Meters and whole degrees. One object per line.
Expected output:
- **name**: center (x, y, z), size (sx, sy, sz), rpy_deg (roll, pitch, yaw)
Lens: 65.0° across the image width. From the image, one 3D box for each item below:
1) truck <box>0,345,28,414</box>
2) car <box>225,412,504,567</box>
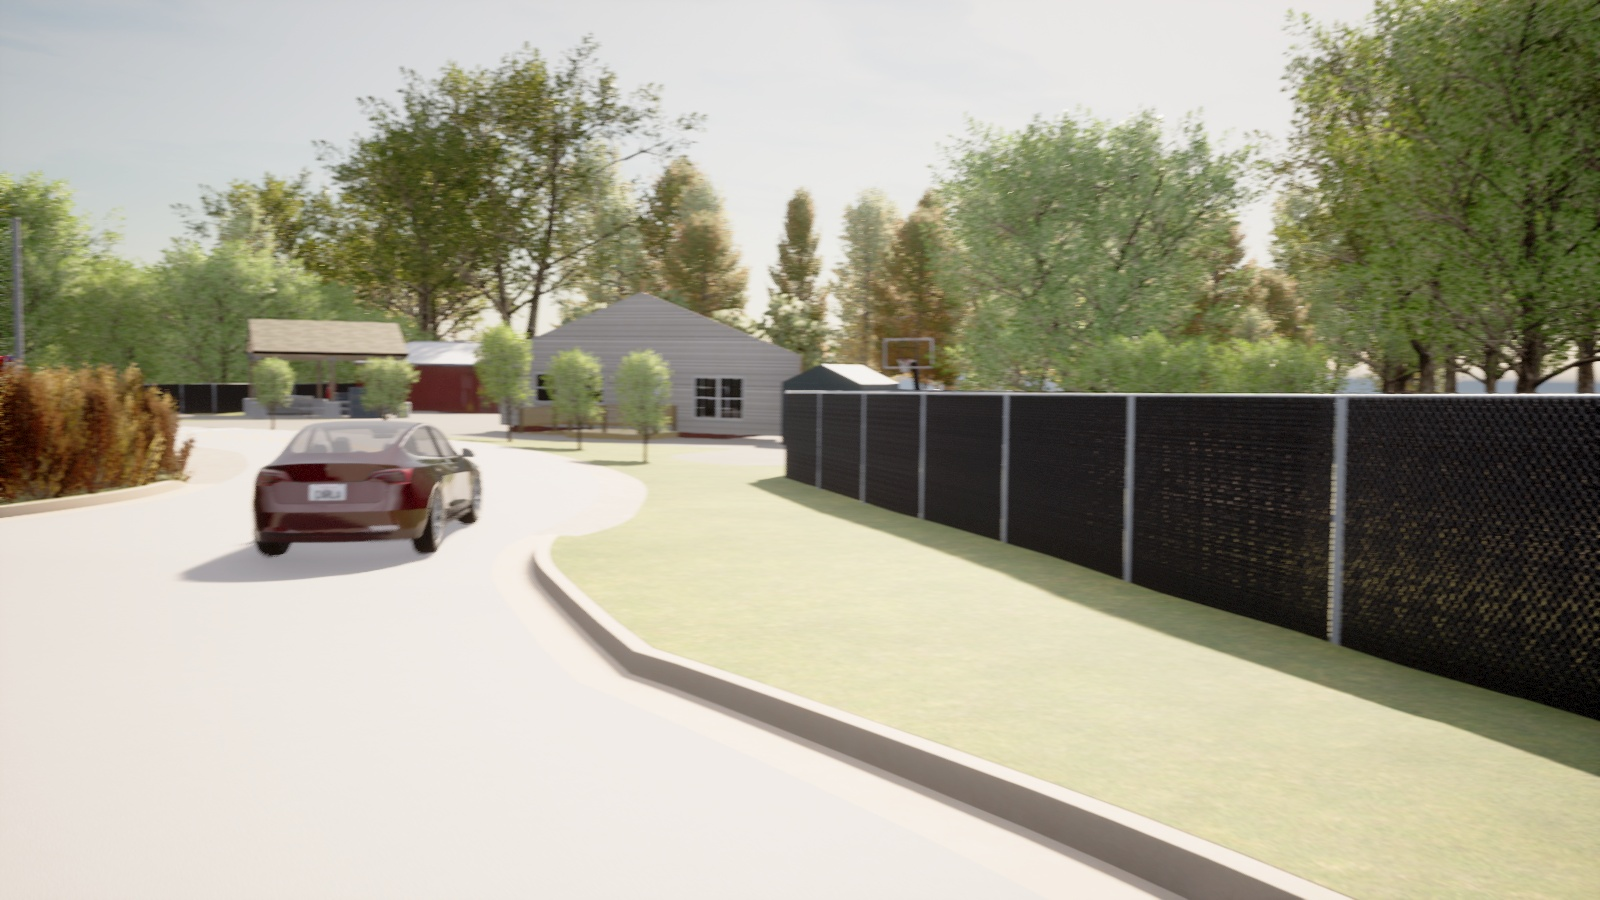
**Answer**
- **truck**: center (-47.752, -4.037, 71.364), size (8.468, 3.827, 2.891), rpy_deg (3, 5, 31)
- **car**: center (-5.088, 0.334, 15.498), size (2.163, 1.488, 4.792), rpy_deg (0, 3, -6)
